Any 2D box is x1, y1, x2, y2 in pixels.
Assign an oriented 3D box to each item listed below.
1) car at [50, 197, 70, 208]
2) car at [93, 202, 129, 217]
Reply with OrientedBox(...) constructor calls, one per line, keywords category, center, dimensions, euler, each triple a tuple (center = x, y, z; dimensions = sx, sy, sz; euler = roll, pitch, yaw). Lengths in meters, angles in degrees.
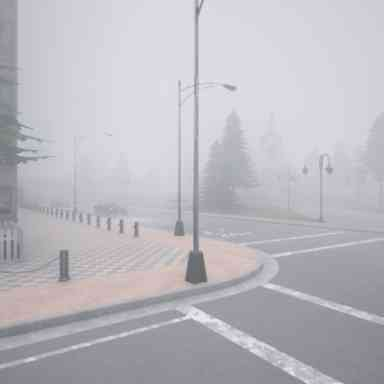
OrientedBox(category="car", center=(-19.241, 1.519, 48.391), dimensions=(1.837, 1.490, 4.892), euler=(0, 0, -35))
OrientedBox(category="car", center=(-7.770, 1.595, 31.750), dimensions=(1.895, 1.301, 4.718), euler=(0, 0, -35))
